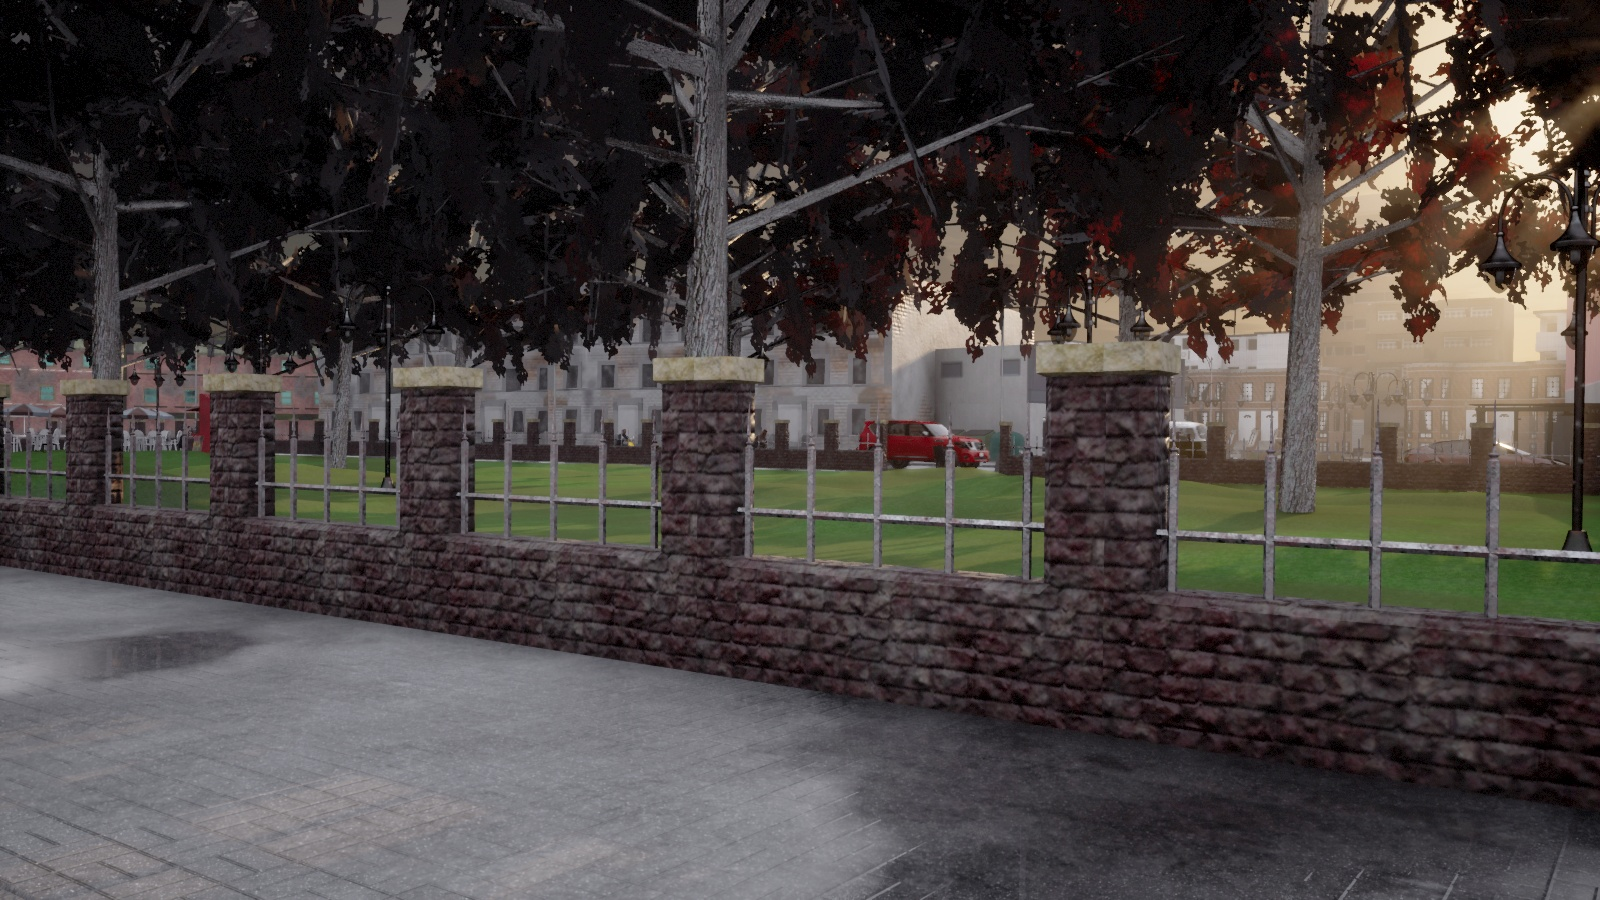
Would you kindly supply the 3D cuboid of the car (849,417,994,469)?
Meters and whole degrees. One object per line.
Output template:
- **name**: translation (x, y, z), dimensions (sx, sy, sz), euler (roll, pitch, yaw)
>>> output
- **car**: translation (4.939, -0.296, 51.422), dimensions (5.566, 2.045, 2.150), euler (0, 1, 35)

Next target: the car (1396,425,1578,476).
- **car**: translation (21.612, -0.005, 39.561), dimensions (4.792, 1.488, 2.163), euler (0, 1, 35)

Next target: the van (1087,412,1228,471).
- **van**: translation (12.990, -0.283, 45.692), dimensions (4.480, 2.038, 2.069), euler (0, 1, 36)
